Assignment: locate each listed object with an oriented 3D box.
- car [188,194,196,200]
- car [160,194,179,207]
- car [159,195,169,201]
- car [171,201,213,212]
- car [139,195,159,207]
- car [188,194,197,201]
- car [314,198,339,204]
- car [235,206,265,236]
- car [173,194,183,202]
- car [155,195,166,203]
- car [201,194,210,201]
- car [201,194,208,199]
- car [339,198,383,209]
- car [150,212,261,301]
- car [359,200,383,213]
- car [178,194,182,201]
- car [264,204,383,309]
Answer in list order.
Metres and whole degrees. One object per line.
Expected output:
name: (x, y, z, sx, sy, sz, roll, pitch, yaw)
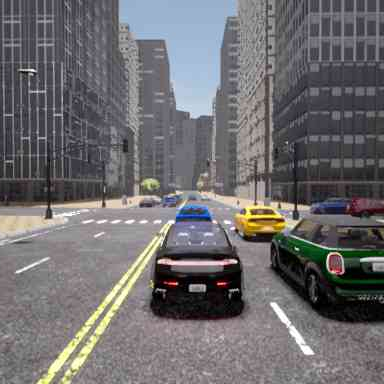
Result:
car: (0.088, 1.236, 90.619, 2.128, 1.511, 4.902, 0, 0, 0)
car: (-3.293, 1.474, 49.510, 1.812, 1.442, 4.674, 0, 0, 0)
car: (-6.426, 1.455, 77.969, 1.994, 1.385, 4.181, 0, 0, 0)
car: (0.120, 1.462, 17.814, 1.882, 1.535, 5.008, 0, 0, 1)
car: (-6.538, 1.496, 49.082, 2.033, 1.411, 5.357, 0, 0, 0)
car: (0.078, 1.245, 80.587, 2.097, 1.767, 4.553, 0, 0, 0)
car: (14.917, 1.438, 35.200, 4.553, 1.767, 2.097, 1, 1, 1)
car: (3.365, 1.463, 17.201, 1.882, 1.535, 5.008, 0, 0, 0)
car: (-3.176, 1.259, 77.134, 2.097, 1.767, 4.553, 0, 0, 0)
car: (-6.443, 1.424, 67.990, 1.837, 1.490, 4.892, 0, 0, 0)
car: (3.328, 1.485, 80.643, 1.895, 1.301, 4.718, 0, 0, 0)
car: (3.338, 1.306, 90.645, 1.895, 1.301, 4.718, 0, 0, 0)
car: (16.229, 1.509, 29.396, 5.009, 1.841, 2.192, 1, 0, 1)
car: (0.105, 1.485, 8.310, 2.128, 1.511, 4.902, 0, 0, 0)
car: (21.845, 1.630, 37.677, 4.829, 1.417, 1.752, 1, 0, 1)
car: (-3.269, 1.499, 58.255, 1.994, 1.385, 4.181, 0, 0, 1)
car: (3.357, 1.346, 8.022, 2.097, 1.767, 4.553, 0, 0, 0)
